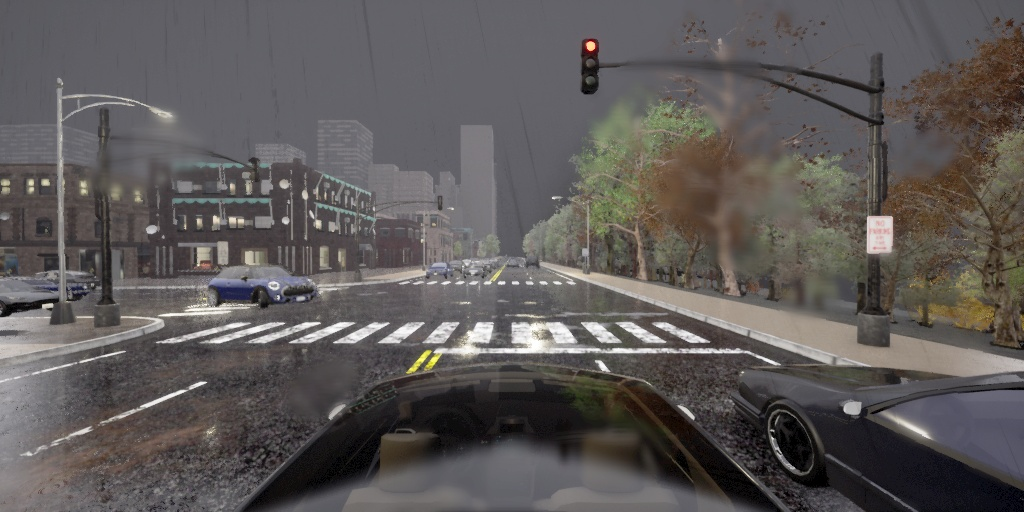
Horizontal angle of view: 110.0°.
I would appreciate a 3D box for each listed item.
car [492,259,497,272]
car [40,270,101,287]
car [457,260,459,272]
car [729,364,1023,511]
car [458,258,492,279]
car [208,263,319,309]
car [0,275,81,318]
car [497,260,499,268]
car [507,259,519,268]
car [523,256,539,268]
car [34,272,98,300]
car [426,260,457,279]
[{"bbox_3d":[-3.285,1.228,42.414,2.128,1.511,4.902,0,0,0],"label":"car"},{"bbox_3d":[-28.252,1.560,22.249,4.403,1.370,2.007,0,0,0],"label":"car"},{"bbox_3d":[-6.537,1.241,42.282,1.837,1.490,4.892,0,0,0],"label":"car"},{"bbox_3d":[3.350,1.297,1.544,2.033,1.411,5.357,0,0,0],"label":"car"},{"bbox_3d":[-3.300,1.232,33.009,2.128,1.511,4.902,0,0,0],"label":"car"},{"bbox_3d":[-10.357,1.157,14.948,4.553,1.767,2.097,-2,0,23],"label":"car"},{"bbox_3d":[-19.930,1.565,13.725,4.313,1.339,1.948,0,0,0],"label":"car"},{"bbox_3d":[-3.267,1.224,52.818,2.128,1.511,4.902,0,0,0],"label":"car"},{"bbox_3d":[0.181,1.291,61.765,1.994,1.385,4.181,0,0,0],"label":"car"},{"bbox_3d":[3.431,0.950,60.862,2.150,2.045,5.566,0,0,0],"label":"car"},{"bbox_3d":[-22.571,1.603,16.437,4.718,1.301,1.895,-1,1,0],"label":"car"},{"bbox_3d":[-6.552,1.266,33.022,1.812,1.442,4.674,0,0,0],"label":"car"}]
